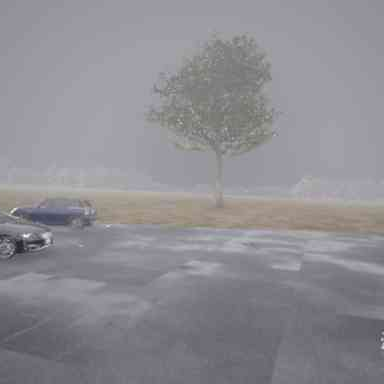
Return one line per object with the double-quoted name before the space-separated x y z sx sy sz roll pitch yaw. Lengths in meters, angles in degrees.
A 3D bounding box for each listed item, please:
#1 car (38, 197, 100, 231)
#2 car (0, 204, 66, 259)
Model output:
"car" -7.553 1.069 18.387 4.553 1.767 2.097 3 0 1
"car" -7.317 1.245 11.378 4.902 1.511 2.128 4 1 1
